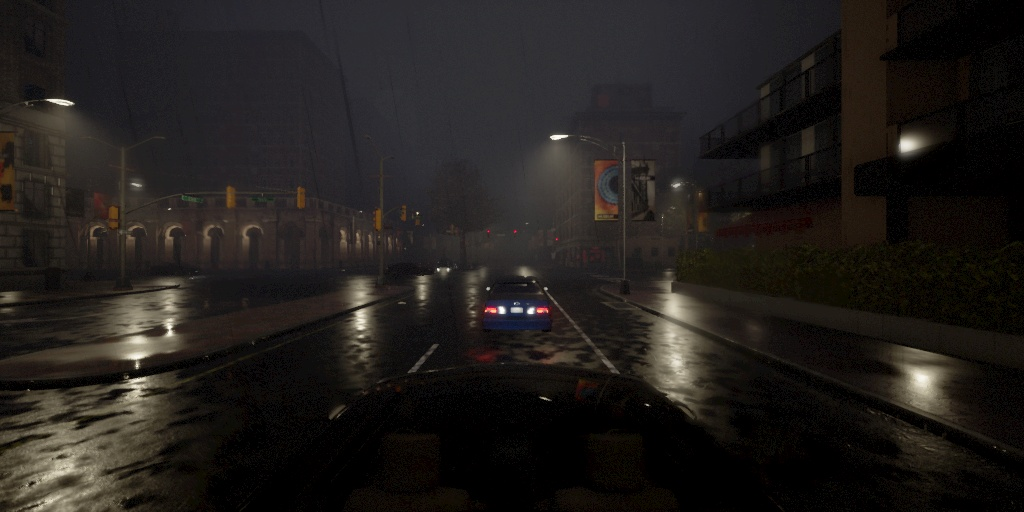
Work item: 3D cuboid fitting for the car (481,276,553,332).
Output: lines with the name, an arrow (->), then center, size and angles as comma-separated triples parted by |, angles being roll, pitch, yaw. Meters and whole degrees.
car -> 0.146, 1.297, 10.789 | 2.033, 1.411, 5.357 | 0, 0, 1

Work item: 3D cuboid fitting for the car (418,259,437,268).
car -> -14.518, 1.228, 61.808 | 1.882, 1.535, 5.008 | 0, 0, 1

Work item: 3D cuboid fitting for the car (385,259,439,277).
car -> -9.797, 1.276, 34.511 | 4.674, 1.442, 1.812 | 0, 0, 0

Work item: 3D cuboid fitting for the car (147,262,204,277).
car -> -32.438, 1.314, 34.598 | 4.181, 1.385, 1.994 | 0, 0, 0

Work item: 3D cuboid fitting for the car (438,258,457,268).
car -> -11.052, 1.102, 59.739 | 2.097, 1.767, 4.553 | 0, 0, 1
